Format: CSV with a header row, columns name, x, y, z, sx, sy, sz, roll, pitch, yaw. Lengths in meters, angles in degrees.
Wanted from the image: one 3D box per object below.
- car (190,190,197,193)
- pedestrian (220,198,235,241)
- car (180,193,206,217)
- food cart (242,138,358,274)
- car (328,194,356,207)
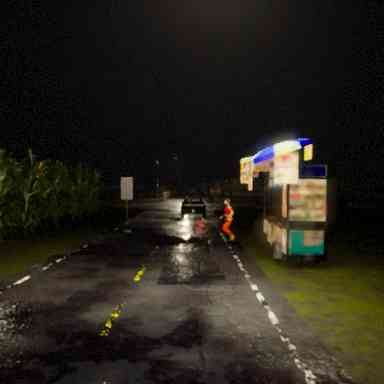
name,x,y,z,sx,sy,sz,roll,pitch,yaw
car,0.295,0.296,89.139,1.895,1.301,4.718,0,1,0
pedestrian,1.501,1.103,13.852,0.375,1.860,0.375,-1,2,-3
car,0.095,1.126,26.466,2.128,1.511,4.902,0,1,0
food cart,3.187,0.313,11.074,2.280,3.560,4.660,1,2,0
car,16.111,0.923,38.166,5.008,1.535,1.882,0,1,7
